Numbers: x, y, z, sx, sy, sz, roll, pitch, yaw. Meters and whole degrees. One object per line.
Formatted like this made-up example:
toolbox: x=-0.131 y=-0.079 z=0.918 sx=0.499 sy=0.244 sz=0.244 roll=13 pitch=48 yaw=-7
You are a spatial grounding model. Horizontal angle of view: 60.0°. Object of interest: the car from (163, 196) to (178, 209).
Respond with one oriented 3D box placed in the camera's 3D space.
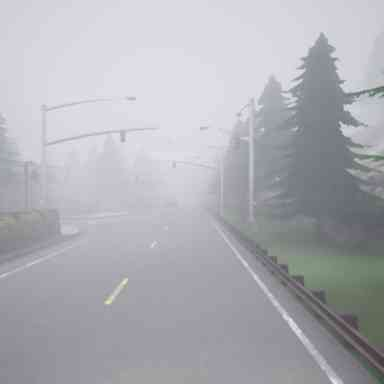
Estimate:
car: x=-3.530 y=1.702 z=55.774 sx=2.150 sy=2.045 sz=5.566 roll=0 pitch=-1 yaw=0
